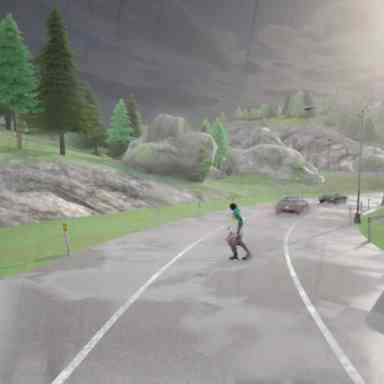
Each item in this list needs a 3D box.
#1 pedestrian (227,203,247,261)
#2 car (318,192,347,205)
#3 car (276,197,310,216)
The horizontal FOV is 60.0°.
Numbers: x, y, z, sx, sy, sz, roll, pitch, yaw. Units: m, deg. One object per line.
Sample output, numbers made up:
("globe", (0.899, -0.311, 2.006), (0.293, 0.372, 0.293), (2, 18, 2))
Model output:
("pedestrian", (1.378, 1.197, 10.340), (0.375, 1.860, 0.375), (-3, 5, 13))
("car", (16.109, 0.691, 37.844), (1.895, 1.301, 4.718), (5, 5, 41))
("car", (8.278, 1.076, 27.109), (1.994, 1.385, 4.181), (3, 3, 30))
